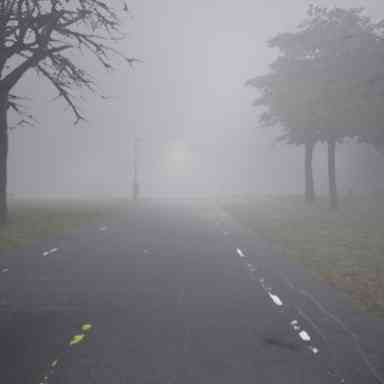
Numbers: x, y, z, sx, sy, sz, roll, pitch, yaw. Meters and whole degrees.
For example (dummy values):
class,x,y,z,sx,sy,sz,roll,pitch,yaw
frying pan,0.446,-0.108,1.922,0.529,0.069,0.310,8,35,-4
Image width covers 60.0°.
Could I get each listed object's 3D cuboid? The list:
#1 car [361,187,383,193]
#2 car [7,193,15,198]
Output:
class,x,y,z,sx,sy,sz,roll,pitch,yaw
car,41.041,-0.293,75.596,4.902,1.511,2.128,-1,-2,-1
car,-38.602,0.676,68.124,4.181,1.385,1.994,-1,-2,1
